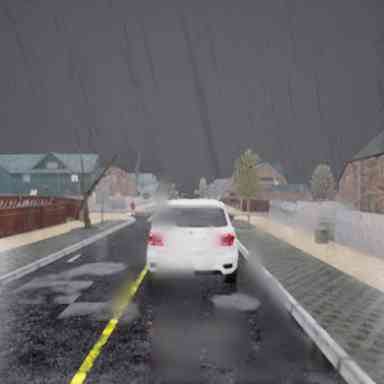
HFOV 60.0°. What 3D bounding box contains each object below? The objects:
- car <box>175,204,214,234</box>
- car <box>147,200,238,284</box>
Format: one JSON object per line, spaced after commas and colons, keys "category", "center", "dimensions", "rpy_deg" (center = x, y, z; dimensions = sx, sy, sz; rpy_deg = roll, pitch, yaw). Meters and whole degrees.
{"category": "car", "center": [0.130, 1.551, 20.488], "dimensions": [2.128, 1.511, 4.902], "rpy_deg": [0, 0, 0]}
{"category": "car", "center": [0.094, 1.243, 9.841], "dimensions": [2.150, 2.045, 5.566], "rpy_deg": [0, -1, 3]}
